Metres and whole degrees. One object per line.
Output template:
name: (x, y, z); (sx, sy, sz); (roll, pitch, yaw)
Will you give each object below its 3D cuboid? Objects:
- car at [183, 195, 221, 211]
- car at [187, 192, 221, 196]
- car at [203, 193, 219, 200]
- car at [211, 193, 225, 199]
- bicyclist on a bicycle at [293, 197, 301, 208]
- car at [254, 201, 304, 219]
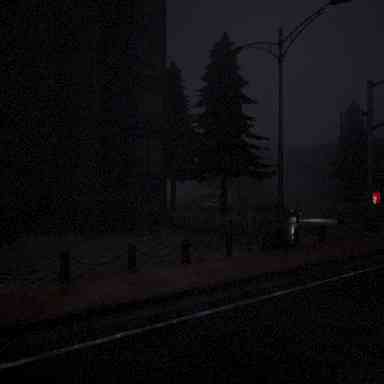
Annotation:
car: (0.900, 1.493, 38.387); (1.882, 1.535, 5.008); (0, 0, -37)
car: (1.905, 1.237, 43.169); (2.150, 2.045, 5.566); (0, 0, -37)
car: (5.304, 1.113, 92.476); (1.932, 1.855, 4.605); (0, 0, -37)
car: (7.394, 1.092, 94.536); (1.905, 1.878, 3.866); (0, 0, -37)
bicyclist on a bicycle: (11.559, 1.316, 36.665); (1.656, 1.620, 0.582); (0, 0, -37)
car: (7.616, 1.541, 29.505); (1.812, 1.442, 4.674); (0, 0, -38)
